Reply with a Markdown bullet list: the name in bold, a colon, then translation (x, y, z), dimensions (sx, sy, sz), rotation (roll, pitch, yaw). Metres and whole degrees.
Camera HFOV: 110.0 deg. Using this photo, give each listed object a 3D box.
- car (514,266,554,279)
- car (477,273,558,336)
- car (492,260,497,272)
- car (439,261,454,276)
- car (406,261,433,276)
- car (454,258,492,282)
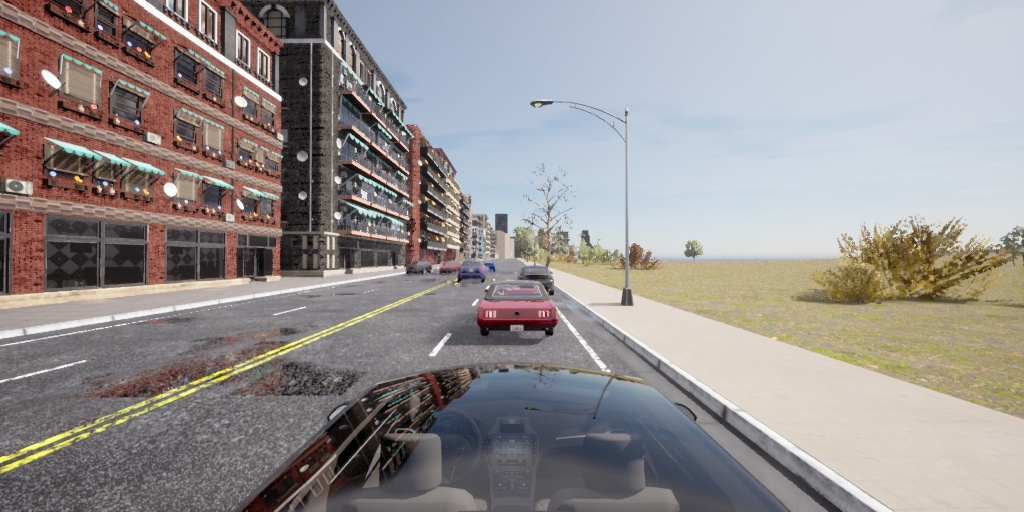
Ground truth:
- **car**: translation (1.209, 1.258, 19.572), dimensions (1.837, 1.490, 4.892), rotation (0, 0, 0)
- **car**: translation (0.133, 1.353, 10.371), dimensions (1.895, 1.301, 4.718), rotation (0, 0, 0)
- **car**: translation (-2.972, 1.231, 45.885), dimensions (1.882, 1.535, 5.008), rotation (0, 0, 0)
- **car**: translation (-6.454, 1.231, 38.189), dimensions (1.882, 1.535, 5.008), rotation (0, 0, 0)
- **car**: translation (-9.706, 1.231, 37.799), dimensions (1.882, 1.535, 5.008), rotation (0, 0, 0)
- **car**: translation (-3.041, 1.106, 28.810), dimensions (2.097, 1.767, 4.553), rotation (0, 0, 0)
